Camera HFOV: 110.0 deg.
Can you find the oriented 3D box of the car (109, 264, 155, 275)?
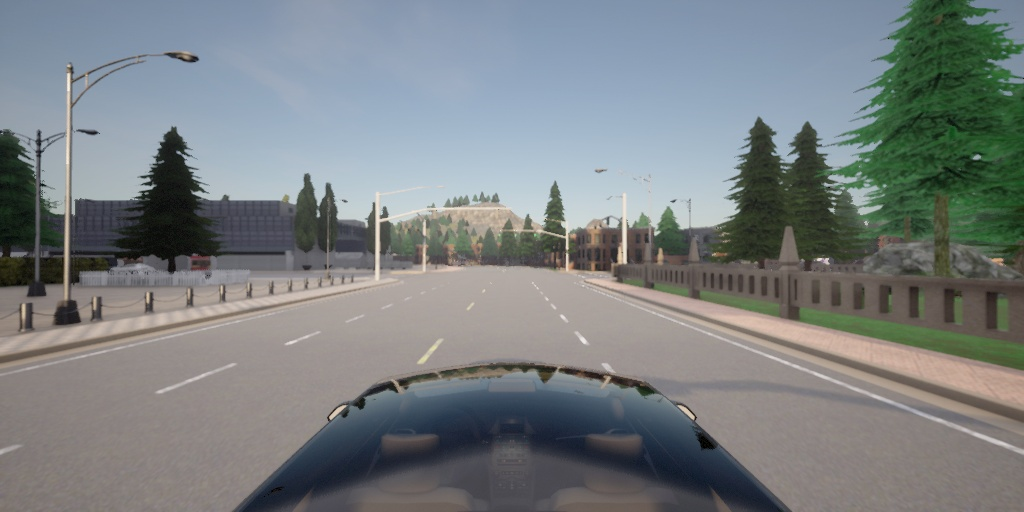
[{"bbox_3d":[-47.108,1.673,44.548,4.674,1.442,1.812,0,-1,0],"label":"car"}]

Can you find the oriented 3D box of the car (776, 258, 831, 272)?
[{"bbox_3d":[36.379,1.304,44.641,4.892,1.490,1.837,0,-1,0],"label":"car"}]

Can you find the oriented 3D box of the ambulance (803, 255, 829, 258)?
[{"bbox_3d":[38.665,1.129,48.145,6.366,2.431,2.351,0,-1,0],"label":"ambulance"}]
